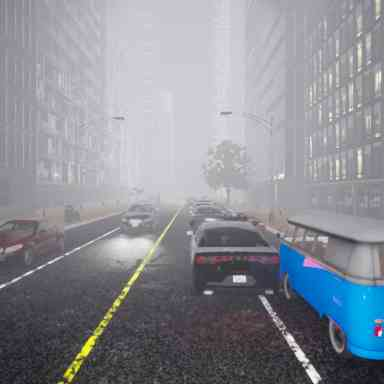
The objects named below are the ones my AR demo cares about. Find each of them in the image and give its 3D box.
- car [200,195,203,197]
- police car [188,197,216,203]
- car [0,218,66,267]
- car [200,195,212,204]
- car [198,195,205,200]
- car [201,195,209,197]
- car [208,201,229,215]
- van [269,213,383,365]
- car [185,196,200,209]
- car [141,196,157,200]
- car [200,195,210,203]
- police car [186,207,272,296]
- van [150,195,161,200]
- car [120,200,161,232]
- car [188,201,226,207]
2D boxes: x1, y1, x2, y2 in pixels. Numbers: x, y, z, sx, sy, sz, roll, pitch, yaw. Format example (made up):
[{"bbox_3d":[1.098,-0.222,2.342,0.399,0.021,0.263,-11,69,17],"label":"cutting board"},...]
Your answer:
[{"bbox_3d":[2.618,1.538,51.231,2.008,1.369,4.403,0,0,0],"label":"car"},{"bbox_3d":[0.865,1.425,24.818,1.930,1.638,5.238,0,0,0],"label":"police car"},{"bbox_3d":[-5.707,1.582,11.375,1.802,1.307,4.206,0,0,0],"label":"car"},{"bbox_3d":[2.603,1.411,62.616,1.967,1.590,4.097,0,0,0],"label":"car"},{"bbox_3d":[2.563,1.463,91.078,1.887,1.381,4.507,0,0,0],"label":"car"},{"bbox_3d":[2.626,1.544,45.538,2.008,1.369,4.403,0,0,0],"label":"car"},{"bbox_3d":[2.642,1.581,34.154,1.802,1.307,4.206,0,0,0],"label":"car"},{"bbox_3d":[2.682,1.341,5.692,1.690,1.788,3.998,0,0,0],"label":"van"},{"bbox_3d":[-0.053,1.594,45.785,1.895,1.301,4.718,0,0,0],"label":"car"},{"bbox_3d":[-5.746,1.548,39.838,2.008,1.369,4.403,0,0,0],"label":"car"},{"bbox_3d":[2.594,1.402,68.308,1.967,1.590,4.097,0,0,0],"label":"car"},{"bbox_3d":[0.888,1.425,8.818,1.930,1.638,5.238,0,0,0],"label":"police car"},{"bbox_3d":[-5.762,1.329,51.223,1.690,1.788,3.998,0,0,0],"label":"van"},{"bbox_3d":[-3.029,1.491,20.166,2.128,1.511,4.902,0,0,0],"label":"car"},{"bbox_3d":[0.874,1.478,18.708,1.882,1.535,5.008,0,0,0],"label":"car"}]
